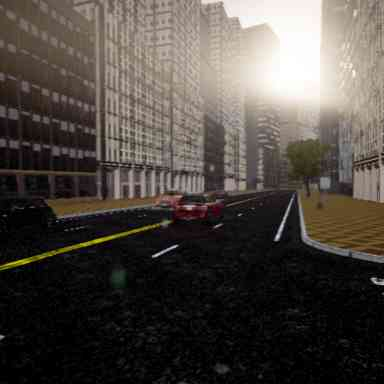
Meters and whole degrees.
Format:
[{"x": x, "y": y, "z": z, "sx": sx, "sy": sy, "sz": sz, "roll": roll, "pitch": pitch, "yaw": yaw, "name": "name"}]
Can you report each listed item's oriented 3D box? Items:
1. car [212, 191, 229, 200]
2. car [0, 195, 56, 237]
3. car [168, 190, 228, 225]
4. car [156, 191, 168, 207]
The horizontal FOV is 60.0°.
[{"x": 4.769, "y": 0.476, "z": 55.167, "sx": 1.994, "sy": 1.385, "sz": 4.181, "roll": 0, "pitch": 1, "yaw": 18, "name": "car"}, {"x": -8.201, "y": 0.959, "z": 14.620, "sx": 2.097, "sy": 1.767, "sz": 4.553, "roll": 0, "pitch": 1, "yaw": 18, "name": "car"}, {"x": 0.515, "y": 0.872, "z": 19.940, "sx": 2.097, "sy": 1.767, "sz": 4.553, "roll": 0, "pitch": 1, "yaw": 18, "name": "car"}, {"x": -1.966, "y": 0.621, "z": 34.246, "sx": 2.097, "sy": 1.767, "sz": 4.553, "roll": 0, "pitch": 1, "yaw": 18, "name": "car"}]
